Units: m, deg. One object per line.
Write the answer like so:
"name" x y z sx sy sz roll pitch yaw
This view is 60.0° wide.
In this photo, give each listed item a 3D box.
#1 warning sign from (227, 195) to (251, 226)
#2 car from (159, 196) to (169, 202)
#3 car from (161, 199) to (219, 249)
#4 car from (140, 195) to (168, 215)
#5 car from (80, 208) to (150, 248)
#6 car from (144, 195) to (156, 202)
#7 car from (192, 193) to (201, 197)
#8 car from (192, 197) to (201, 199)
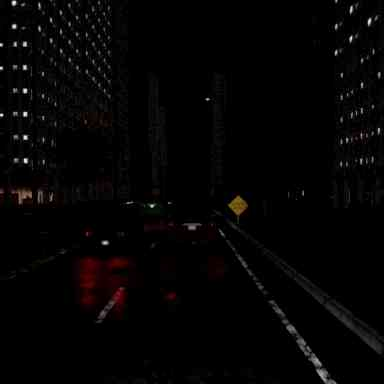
"warning sign" 2.865 1.108 20.605 1.300 1.860 1.060 1 1 0
"car" -6.499 1.566 76.717 1.895 1.301 4.718 0 0 0
"car" 0.000 1.361 14.622 2.097 1.767 4.553 0 0 0
"car" -3.250 1.248 29.683 2.150 2.045 5.566 0 0 0
"car" -3.250 1.611 14.683 1.895 1.301 4.718 0 0 0
"car" -9.750 1.496 76.747 2.128 1.511 4.902 0 0 0
"car" 1.139 1.177 86.660 2.150 2.045 5.566 0 0 0
"car" 0.000 1.476 29.654 1.882 1.535 5.008 0 0 0
